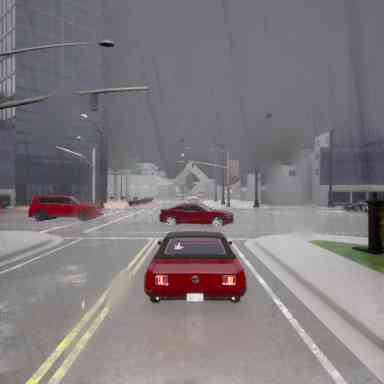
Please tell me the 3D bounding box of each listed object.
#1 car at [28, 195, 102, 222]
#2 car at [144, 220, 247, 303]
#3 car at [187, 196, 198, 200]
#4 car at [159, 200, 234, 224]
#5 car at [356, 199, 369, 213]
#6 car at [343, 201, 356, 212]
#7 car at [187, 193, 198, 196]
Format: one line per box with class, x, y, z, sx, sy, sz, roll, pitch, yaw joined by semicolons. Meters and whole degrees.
car;-10.087;1.277;26.636;5.566;2.045;2.150;0;0;0
car;0.072;1.602;8.177;1.895;1.301;4.718;0;0;0
car;0.089;1.559;43.078;2.033;1.411;5.357;0;0;0
car;0.282;1.490;22.185;5.008;1.535;1.882;0;0;12
car;19.883;1.484;34.078;4.674;1.442;1.812;0;0;0
car;19.380;1.525;37.573;4.181;1.385;1.994;0;0;-1
car;0.116;1.234;72.922;2.150;2.045;5.566;0;0;4
